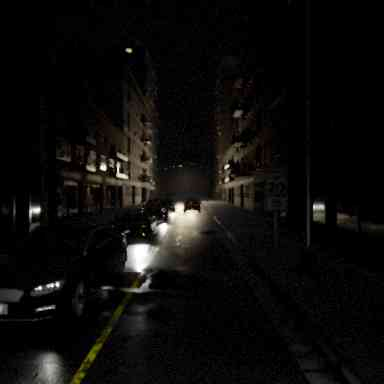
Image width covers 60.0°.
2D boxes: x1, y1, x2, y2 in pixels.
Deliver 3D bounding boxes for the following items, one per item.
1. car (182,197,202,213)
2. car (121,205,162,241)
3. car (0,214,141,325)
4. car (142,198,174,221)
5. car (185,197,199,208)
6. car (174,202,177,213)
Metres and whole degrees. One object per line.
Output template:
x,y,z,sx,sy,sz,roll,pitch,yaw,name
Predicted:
0.021,1.464,36.059,1.837,1.490,4.892,0,0,0,car
-2.829,1.546,16.579,1.994,1.385,4.181,0,0,0,car
-2.784,1.484,7.418,2.128,1.511,4.902,0,0,3,car
-2.826,1.323,26.309,2.097,1.767,4.553,0,0,0,car
0.037,1.456,47.395,1.837,1.490,4.892,0,0,0,car
-2.775,1.464,37.121,1.837,1.490,4.892,0,0,0,car
